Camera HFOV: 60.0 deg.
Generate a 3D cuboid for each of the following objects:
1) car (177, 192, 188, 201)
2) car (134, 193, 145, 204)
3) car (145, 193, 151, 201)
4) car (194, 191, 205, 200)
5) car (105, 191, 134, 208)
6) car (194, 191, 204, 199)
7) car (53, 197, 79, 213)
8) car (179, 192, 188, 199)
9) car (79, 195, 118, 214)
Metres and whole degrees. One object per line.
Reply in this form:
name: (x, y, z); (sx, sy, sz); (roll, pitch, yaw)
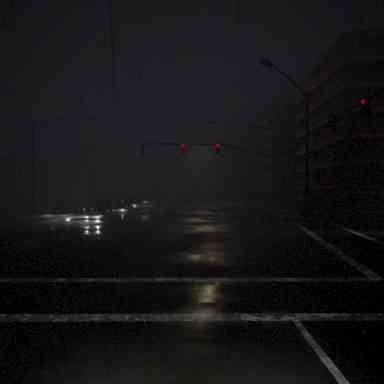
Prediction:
car: (-1.926, 0.917, 65.170); (2.033, 1.411, 5.357); (0, 1, 1)
car: (-9.274, 1.132, 52.978); (2.033, 1.411, 5.357); (0, 1, 1)
car: (-9.086, 0.948, 63.513); (2.033, 1.411, 5.357); (0, 1, 1)
car: (1.581, 0.855, 65.439); (2.128, 1.511, 4.902); (0, 1, 1)
car: (-9.397, 1.106, 43.333); (2.097, 1.767, 4.553); (0, 1, 1)
car: (1.613, 0.556, 75.829); (2.097, 1.767, 4.553); (0, 1, 1)
car: (-13.003, 1.346, 35.359); (1.882, 1.535, 5.008); (0, 1, 1)
car: (-1.887, 0.742, 75.821); (2.033, 1.411, 5.357); (0, 1, 1)
car: (-9.515, 1.369, 34.292); (2.128, 1.511, 4.902); (0, 1, 1)
